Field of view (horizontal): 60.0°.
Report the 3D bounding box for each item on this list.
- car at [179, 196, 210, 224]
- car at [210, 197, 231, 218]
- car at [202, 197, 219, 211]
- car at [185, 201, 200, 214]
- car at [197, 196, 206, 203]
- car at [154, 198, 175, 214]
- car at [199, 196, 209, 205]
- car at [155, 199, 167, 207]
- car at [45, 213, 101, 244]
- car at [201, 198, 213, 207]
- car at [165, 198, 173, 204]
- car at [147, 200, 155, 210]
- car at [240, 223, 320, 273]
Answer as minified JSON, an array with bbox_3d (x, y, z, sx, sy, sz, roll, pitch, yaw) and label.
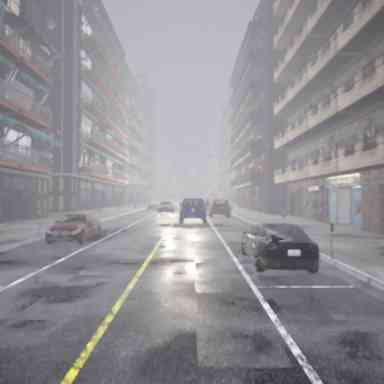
[{"bbox_3d":[0.086,1.444,27.433,2.150,2.045,5.566,0,0,0],"label":"car"},{"bbox_3d":[2.693,1.583,33.128,2.192,1.841,5.009,1,0,0],"label":"car"},{"bbox_3d":[2.689,1.720,49.831,2.192,1.841,5.009,1,0,0],"label":"car"},{"bbox_3d":[0.049,1.860,41.318,1.812,1.442,4.674,0,0,0],"label":"car"},{"bbox_3d":[2.678,2.092,94.373,2.192,1.841,5.009,1,0,0],"label":"car"},{"bbox_3d":[-3.102,1.806,40.541,1.882,1.535,5.008,0,0,0],"label":"car"},{"bbox_3d":[2.682,1.952,77.670,2.192,1.841,5.009,1,0,0],"label":"car"},{"bbox_3d":[-5.697,2.021,60.827,1.752,1.417,4.829,1,0,0],"label":"car"},{"bbox_3d":[-5.686,1.715,16.454,1.802,1.307,4.206,1,0,0],"label":"car"},{"bbox_3d":[2.684,1.937,60.966,1.967,1.590,4.097,1,0,0],"label":"car"},{"bbox_3d":[-5.703,2.208,83.096,1.752,1.417,4.829,1,0,0],"label":"car"},{"bbox_3d":[-5.695,1.956,49.860,2.008,1.369,4.403,1,0,0],"label":"car"},{"bbox_3d":[2.696,1.654,10.855,1.947,1.339,4.313,1,0,0],"label":"car"}]
